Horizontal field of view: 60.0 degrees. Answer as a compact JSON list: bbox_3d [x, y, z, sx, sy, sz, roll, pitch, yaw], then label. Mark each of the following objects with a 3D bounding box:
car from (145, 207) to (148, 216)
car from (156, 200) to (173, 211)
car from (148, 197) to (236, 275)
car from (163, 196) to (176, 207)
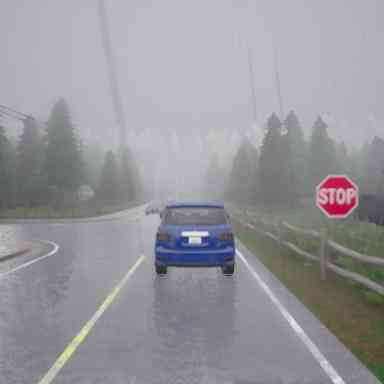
[{"bbox_3d":[-3.600,1.719,34.576,1.994,1.385,4.181,0,0,2],"label":"car"},{"bbox_3d":[-3.683,1.768,45.419,1.994,1.385,4.181,0,0,-1],"label":"car"},{"bbox_3d":[0.082,1.271,10.745,2.150,2.045,5.566,0,0,0],"label":"car"},{"bbox_3d":[-4.029,1.625,59.459,2.097,1.767,4.553,0,0,-1],"label":"car"}]
